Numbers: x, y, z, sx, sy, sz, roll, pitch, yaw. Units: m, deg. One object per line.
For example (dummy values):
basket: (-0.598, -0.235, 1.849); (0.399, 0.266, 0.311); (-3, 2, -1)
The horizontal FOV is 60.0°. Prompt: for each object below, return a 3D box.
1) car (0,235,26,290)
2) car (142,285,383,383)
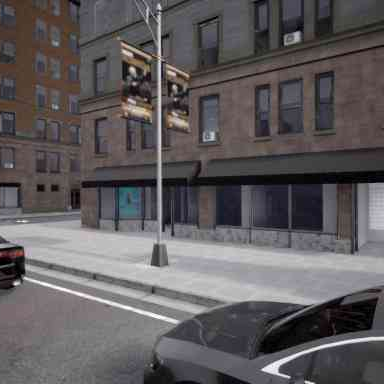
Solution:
car: (-5.948, 1.478, 7.899); (5.008, 1.535, 1.882); (0, 0, 35)
car: (1.788, 1.505, 2.412); (4.892, 1.490, 1.837); (0, 0, 35)
